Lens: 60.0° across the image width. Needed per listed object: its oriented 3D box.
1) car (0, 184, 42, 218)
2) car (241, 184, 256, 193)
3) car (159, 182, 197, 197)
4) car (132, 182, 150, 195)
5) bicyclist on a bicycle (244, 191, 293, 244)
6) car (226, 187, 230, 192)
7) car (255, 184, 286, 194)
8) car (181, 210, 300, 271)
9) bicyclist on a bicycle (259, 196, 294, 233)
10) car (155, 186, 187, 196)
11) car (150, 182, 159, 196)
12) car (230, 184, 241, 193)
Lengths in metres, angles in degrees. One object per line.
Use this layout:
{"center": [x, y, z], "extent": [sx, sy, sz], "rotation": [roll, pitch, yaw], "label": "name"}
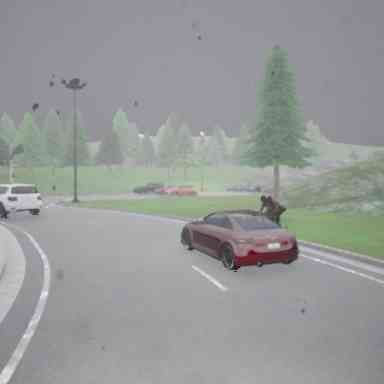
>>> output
{"center": [-11.955, 0.513, 21.726], "extent": [5.566, 2.045, 2.150], "rotation": [1, 2, 39], "label": "car"}
{"center": [11.534, -0.669, 58.269], "extent": [4.553, 1.767, 2.097], "rotation": [-2, 2, -33], "label": "car"}
{"center": [-1.677, -0.191, 45.393], "extent": [4.553, 1.767, 2.097], "rotation": [-1, 2, -33], "label": "car"}
{"center": [-6.949, -0.612, 54.458], "extent": [5.566, 2.045, 2.150], "rotation": [-1, 2, -33], "label": "car"}
{"center": [2.896, 0.921, 12.532], "extent": [1.656, 1.620, 0.582], "rotation": [-12, 7, -26], "label": "bicyclist on a bicycle"}
{"center": [8.838, -0.744, 64.833], "extent": [4.902, 1.511, 2.128], "rotation": [-1, 2, -33], "label": "car"}
{"center": [13.496, -0.437, 55.385], "extent": [4.902, 1.511, 2.128], "rotation": [-1, 2, -33], "label": "car"}
{"center": [1.202, 1.218, 9.914], "extent": [1.994, 1.385, 4.181], "rotation": [-1, 2, -23], "label": "car"}
{"center": [3.019, 0.938, 12.077], "extent": [1.656, 1.620, 0.582], "rotation": [-11, 7, -25], "label": "bicyclist on a bicycle"}
{"center": [-3.304, -0.186, 52.697], "extent": [4.718, 1.301, 1.895], "rotation": [-1, 2, -33], "label": "car"}
{"center": [-3.266, -0.293, 48.530], "extent": [4.553, 1.767, 2.097], "rotation": [-1, 2, -33], "label": "car"}
{"center": [9.977, -0.620, 61.435], "extent": [4.892, 1.490, 1.837], "rotation": [-2, 2, -33], "label": "car"}
